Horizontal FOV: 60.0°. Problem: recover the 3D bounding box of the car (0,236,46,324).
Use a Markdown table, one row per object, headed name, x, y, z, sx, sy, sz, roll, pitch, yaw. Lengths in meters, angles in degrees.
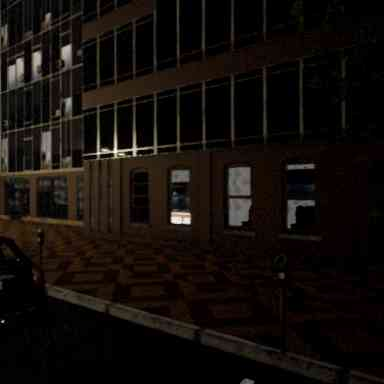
| name | x | y | z | sx | sy | sz | roll | pitch | yaw |
| --- | --- | --- | --- | --- | --- | --- | --- | --- | --- |
| car | -4.545 | 1.453 | 6.097 | 4.097 | 1.590 | 1.967 | 0 | 0 | 35 |
